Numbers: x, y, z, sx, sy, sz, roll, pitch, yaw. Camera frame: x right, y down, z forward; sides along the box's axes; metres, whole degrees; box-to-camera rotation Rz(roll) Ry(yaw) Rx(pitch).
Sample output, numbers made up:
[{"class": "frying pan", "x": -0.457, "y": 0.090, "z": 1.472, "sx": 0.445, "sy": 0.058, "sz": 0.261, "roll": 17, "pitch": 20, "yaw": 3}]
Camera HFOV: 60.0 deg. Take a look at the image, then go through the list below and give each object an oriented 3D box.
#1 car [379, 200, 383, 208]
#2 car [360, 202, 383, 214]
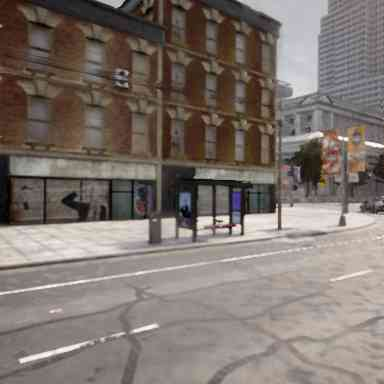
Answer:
[{"class": "car", "x": 34.257, "y": 2.040, "z": 56.012, "sx": 2.002, "sy": 1.452, "sz": 4.674, "roll": 1, "pitch": 0, "yaw": -16}, {"class": "car", "x": 22.597, "y": 1.906, "z": 40.785, "sx": 2.033, "sy": 1.411, "sz": 5.357, "roll": 0, "pitch": 0, "yaw": 1}]
